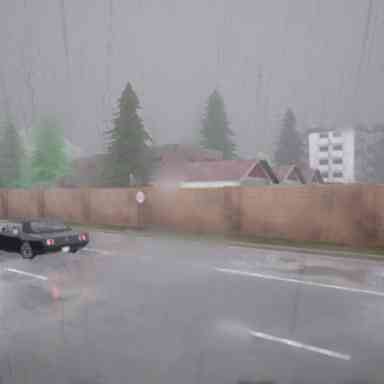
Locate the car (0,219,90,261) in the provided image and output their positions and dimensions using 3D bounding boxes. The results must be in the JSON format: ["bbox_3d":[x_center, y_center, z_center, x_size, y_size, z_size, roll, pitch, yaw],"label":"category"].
[{"bbox_3d":[-6.060,1.654,12.535,4.718,1.301,1.895,0,0,36],"label":"car"}]
